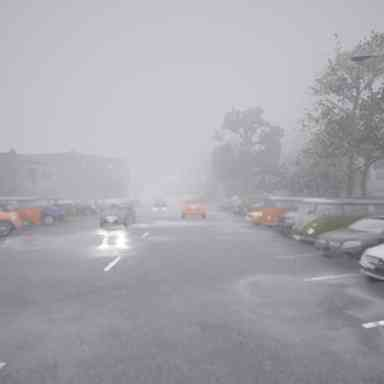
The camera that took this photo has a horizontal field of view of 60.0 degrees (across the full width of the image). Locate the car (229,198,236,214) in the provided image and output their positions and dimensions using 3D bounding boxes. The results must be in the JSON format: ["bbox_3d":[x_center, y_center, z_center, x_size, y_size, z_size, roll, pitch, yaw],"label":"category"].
[{"bbox_3d":[6.440,1.604,31.817,4.792,1.488,2.163,1,-1,-20],"label":"car"}]

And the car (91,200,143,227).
[{"bbox_3d":[-5.072,1.540,23.288,2.128,1.511,4.902,0,0,0],"label":"car"}]

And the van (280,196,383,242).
[{"bbox_3d":[6.300,1.279,14.096,4.442,1.987,1.878,1,0,-20],"label":"van"}]

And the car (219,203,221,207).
[{"bbox_3d":[6.395,1.385,43.571,5.566,2.045,2.435,1,0,-20],"label":"car"}]

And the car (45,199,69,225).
[{"bbox_3d":[-11.399,1.534,23.025,5.008,1.535,2.097,-1,0,-20],"label":"car"}]

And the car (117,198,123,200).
[{"bbox_3d":[-11.408,1.622,40.632,4.892,1.521,2.231,-1,-1,-20],"label":"car"}]

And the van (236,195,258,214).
[{"bbox_3d":[6.519,1.335,28.909,4.442,1.987,1.878,1,-1,-20],"label":"van"}]

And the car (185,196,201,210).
[{"bbox_3d":[0.115,1.523,47.124,2.097,1.767,4.553,0,0,0],"label":"car"}]

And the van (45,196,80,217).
[{"bbox_3d":[-11.300,1.319,26.004,4.442,1.987,1.878,-1,-1,-20],"label":"van"}]

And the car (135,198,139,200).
[{"bbox_3d":[-11.400,1.686,52.364,4.892,1.521,2.231,-1,-1,-20],"label":"car"}]

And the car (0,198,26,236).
[{"bbox_3d":[-11.380,1.387,17.167,4.553,1.767,2.185,-1,0,-20],"label":"car"}]

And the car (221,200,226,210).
[{"bbox_3d":[6.442,1.651,40.652,4.792,1.488,2.163,1,-1,-20],"label":"car"}]

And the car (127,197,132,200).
[{"bbox_3d":[-11.567,1.652,46.427,5.366,1.575,1.946,-1,0,-20],"label":"car"}]

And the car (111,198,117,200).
[{"bbox_3d":[-11.371,1.634,37.706,4.792,1.488,2.163,-1,-1,-20],"label":"car"}]

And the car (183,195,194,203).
[{"bbox_3d":[-0.977,1.794,87.949,2.435,2.045,5.566,0,-1,-7],"label":"car"}]

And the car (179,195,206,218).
[{"bbox_3d":[0.116,1.435,31.025,2.097,1.767,4.553,0,0,-1],"label":"car"}]

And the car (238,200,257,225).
[{"bbox_3d":[6.235,1.528,22.908,5.366,1.575,1.946,1,0,-20],"label":"car"}]

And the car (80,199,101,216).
[{"bbox_3d":[-11.434,1.449,31.820,4.553,1.767,2.185,-1,-1,-20],"label":"car"}]

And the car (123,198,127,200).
[{"bbox_3d":[-11.399,1.677,43.562,4.674,1.452,2.002,-1,-1,-20],"label":"car"}]

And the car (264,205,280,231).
[{"bbox_3d":[6.402,1.553,17.088,4.674,1.452,2.002,1,0,-20],"label":"car"}]

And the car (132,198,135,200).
[{"bbox_3d":[-11.397,1.709,49.431,4.674,1.452,2.002,-1,-1,-20],"label":"car"}]

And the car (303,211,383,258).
[{"bbox_3d":[6.406,1.540,11.194,4.674,1.452,2.002,1,0,-20],"label":"car"}]

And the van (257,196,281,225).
[{"bbox_3d":[6.519,1.300,20.072,4.442,1.987,1.878,1,0,-20],"label":"van"}]

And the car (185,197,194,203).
[{"bbox_3d":[-0.619,1.943,81.961,2.097,1.535,5.008,0,-1,-1],"label":"car"}]

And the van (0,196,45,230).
[{"bbox_3d":[-11.517,1.299,20.049,4.442,1.987,1.878,-1,0,-20],"label":"van"}]

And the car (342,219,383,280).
[{"bbox_3d":[6.407,1.534,8.249,4.674,1.452,2.002,1,0,-20],"label":"car"}]

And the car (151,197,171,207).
[{"bbox_3d":[-4.976,1.733,54.039,1.837,1.490,4.892,0,0,0],"label":"car"}]

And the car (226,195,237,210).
[{"bbox_3d":[6.388,1.463,34.741,4.553,1.767,2.185,1,-1,-20],"label":"car"}]

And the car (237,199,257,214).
[{"bbox_3d":[6.402,1.546,25.918,4.892,1.521,2.231,1,-1,-20],"label":"car"}]
